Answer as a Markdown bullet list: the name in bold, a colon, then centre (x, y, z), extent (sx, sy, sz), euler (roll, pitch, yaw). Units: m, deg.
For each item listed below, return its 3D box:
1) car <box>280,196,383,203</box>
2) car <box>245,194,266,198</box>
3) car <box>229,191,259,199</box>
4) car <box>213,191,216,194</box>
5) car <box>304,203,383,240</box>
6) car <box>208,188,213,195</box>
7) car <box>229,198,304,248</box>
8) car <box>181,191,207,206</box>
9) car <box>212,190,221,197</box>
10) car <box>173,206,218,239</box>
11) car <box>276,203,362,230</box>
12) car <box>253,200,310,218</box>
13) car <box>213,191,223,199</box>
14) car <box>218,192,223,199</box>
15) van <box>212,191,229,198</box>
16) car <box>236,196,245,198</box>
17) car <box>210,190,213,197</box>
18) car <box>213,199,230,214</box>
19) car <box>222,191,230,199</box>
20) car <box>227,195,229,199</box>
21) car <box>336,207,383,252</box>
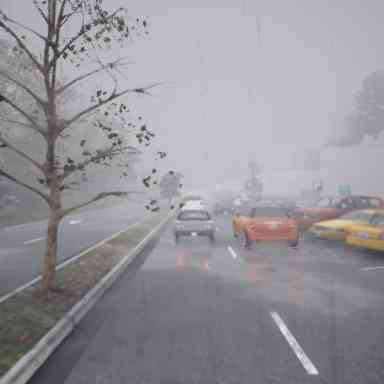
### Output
- **car**: centre (8.045, 1.220, 18.116), extent (5.566, 2.045, 2.435), euler (1, 0, -20)
- **car**: centre (8.095, 1.372, 33.147), extent (4.553, 1.767, 2.185), euler (1, 0, -20)
- **car**: centre (8.089, 1.226, 42.159), extent (5.566, 2.045, 2.435), euler (1, 0, -20)
- **car**: centre (8.048, 1.102, 78.181), extent (4.674, 1.452, 2.002), euler (1, 1, -20)
- **car**: centre (7.892, 1.462, 15.064), extent (5.366, 1.575, 1.946), euler (1, 0, -20)
- **car**: centre (8.029, 0.648, 90.091), extent (5.566, 2.045, 2.435), euler (1, 1, -20)
- **car**: centre (3.095, 1.332, 14.809), extent (2.097, 1.767, 4.553), euler (0, 0, 0)
- **car**: centre (0.092, 1.232, 33.349), extent (2.150, 2.045, 5.566), euler (0, 0, 0)
- **car**: centre (8.024, 0.895, 81.150), extent (4.553, 1.767, 2.185), euler (1, 1, -20)
- **car**: centre (0.096, 1.584, 17.027), extent (1.895, 1.301, 4.718), euler (0, 0, 0)
- **car**: centre (8.039, 1.506, 21.119), extent (4.792, 1.488, 2.163), euler (1, 0, -20)
- **car**: centre (8.066, 1.536, 30.136), extent (4.674, 1.452, 2.002), euler (1, 0, -20)
- **car**: centre (8.028, 1.132, 75.162), extent (4.792, 1.488, 2.163), euler (1, 1, -20)
- **car**: centre (8.030, 1.296, 63.157), extent (4.792, 1.488, 2.163), euler (1, 1, -20)
- **van**: centre (7.944, 0.632, 93.044), extent (4.442, 1.987, 1.878), euler (1, 1, -20)
- **car**: centre (8.087, 1.518, 39.161), extent (4.792, 1.488, 2.163), euler (1, 0, -20)
- **car**: centre (8.045, 0.941, 87.126), extent (4.892, 1.521, 2.231), euler (1, 1, -20)
- **car**: centre (3.092, 1.611, 32.937), extent (1.895, 1.301, 4.718), euler (0, 0, 0)
- **car**: centre (8.036, 1.164, 51.139), extent (5.566, 2.045, 2.435), euler (1, 1, -20)
- **car**: centre (7.888, 1.456, 45.087), extent (5.366, 1.575, 1.946), euler (1, 1, -20)
- **car**: centre (8.240, 1.466, 12.198), extent (5.366, 1.575, 1.946), euler (1, 0, -20)
